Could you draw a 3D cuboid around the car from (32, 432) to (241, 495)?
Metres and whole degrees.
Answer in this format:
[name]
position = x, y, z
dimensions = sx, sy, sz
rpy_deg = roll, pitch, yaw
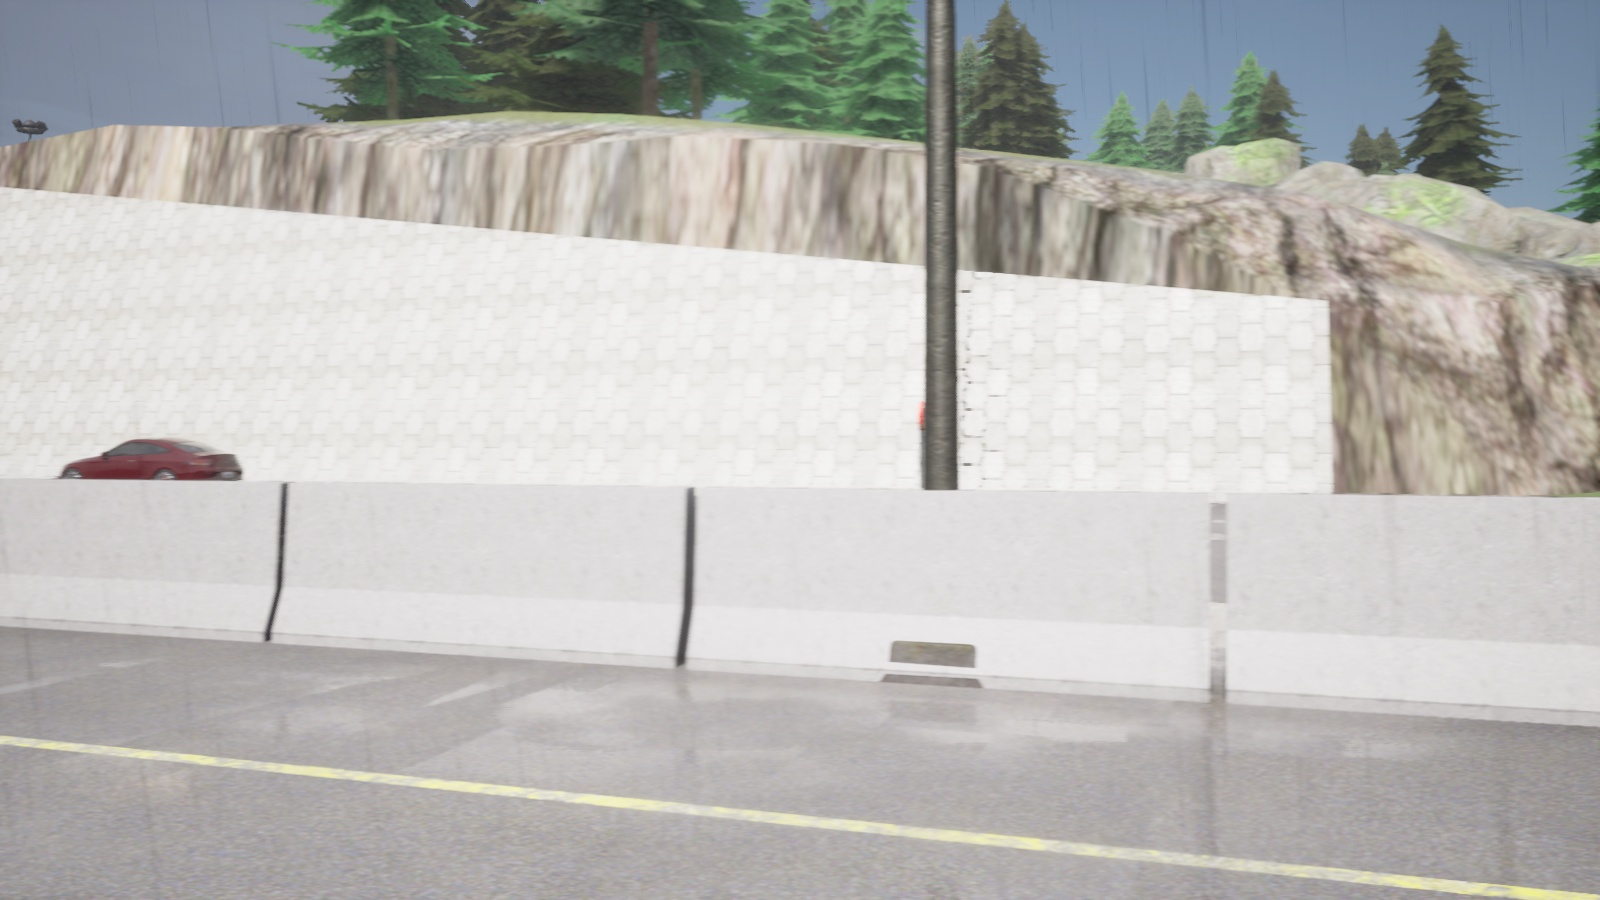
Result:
[car]
position = -16.271, 0.296, 30.822
dimensions = 4.674, 1.442, 1.812
rpy_deg = 1, 1, 19
